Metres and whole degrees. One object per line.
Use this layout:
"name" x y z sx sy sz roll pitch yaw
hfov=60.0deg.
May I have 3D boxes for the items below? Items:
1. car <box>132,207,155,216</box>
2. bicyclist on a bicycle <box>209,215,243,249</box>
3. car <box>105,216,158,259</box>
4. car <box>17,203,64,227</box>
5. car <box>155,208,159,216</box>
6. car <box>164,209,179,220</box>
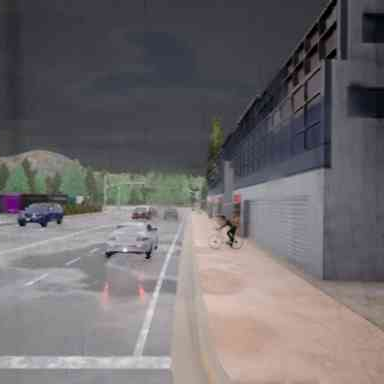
"car" -6.379 2.747 42.902 2.097 1.767 4.553 1 -2 0
"bicyclist on a bicycle" 1.620 1.919 15.816 1.656 1.620 0.582 1 -2 0
"car" -2.567 2.007 14.781 1.812 1.442 4.674 1 -2 -2
"car" -13.468 1.990 29.996 2.150 2.045 5.566 1 -2 -1
"car" -6.461 3.247 52.687 1.837 1.490 4.892 1 -2 0
"car" -2.913 3.115 46.619 1.837 1.490 4.892 1 -1 0
